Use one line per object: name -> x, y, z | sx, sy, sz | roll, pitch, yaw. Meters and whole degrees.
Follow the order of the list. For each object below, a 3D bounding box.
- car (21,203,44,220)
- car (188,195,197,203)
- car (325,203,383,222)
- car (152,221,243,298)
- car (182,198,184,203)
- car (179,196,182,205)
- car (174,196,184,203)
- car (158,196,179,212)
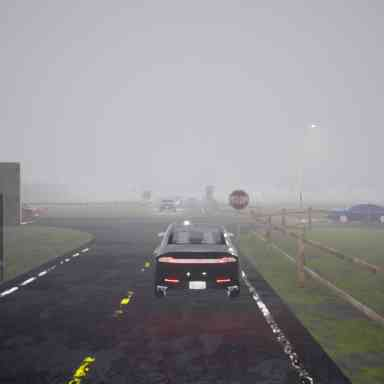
car -> -14.453, 1.491, 26.262 | 4.718, 1.301, 1.895 | 0, 0, 1
car -> 0.116, 1.468, 70.104 | 1.882, 1.535, 5.008 | 0, 0, 0
car -> 12.986, 1.590, 25.962 | 5.008, 1.535, 1.882 | 0, 0, 0
car -> 0.103, 1.491, 8.511 | 2.128, 1.511, 4.902 | 0, 0, 0
car -> -2.800, 1.471, 58.439 | 1.882, 1.535, 5.008 | 0, 0, 0
car -> -2.819, 1.595, 48.862 | 1.895, 1.301, 4.718 | 0, 0, 0
car -> -2.734, 1.554, 69.186 | 1.994, 1.385, 4.181 | 0, 0, 0
car -> -2.795, 1.501, 38.925 | 1.837, 1.490, 4.892 | 0, 0, -1
